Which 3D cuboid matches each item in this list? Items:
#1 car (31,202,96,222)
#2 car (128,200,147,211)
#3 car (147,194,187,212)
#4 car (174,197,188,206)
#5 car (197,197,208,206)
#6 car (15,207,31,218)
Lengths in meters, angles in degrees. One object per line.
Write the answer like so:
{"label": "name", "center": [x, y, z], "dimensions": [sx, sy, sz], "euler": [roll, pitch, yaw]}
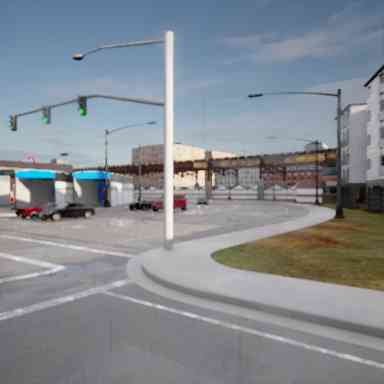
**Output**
{"label": "car", "center": [-9.972, 1.517, 26.746], "dimensions": [1.812, 1.442, 4.674], "euler": [0, 0, 36]}
{"label": "car", "center": [-5.635, 1.588, 39.829], "dimensions": [1.895, 1.301, 4.718], "euler": [0, 0, 24]}
{"label": "car", "center": [-2.497, 1.211, 38.292], "dimensions": [2.150, 2.045, 5.566], "euler": [0, 0, 25]}
{"label": "car", "center": [-1.736, 1.536, 55.622], "dimensions": [2.033, 1.411, 5.357], "euler": [0, 0, 1]}
{"label": "car", "center": [1.751, 1.536, 55.366], "dimensions": [2.033, 1.411, 5.357], "euler": [0, 0, 2]}
{"label": "car", "center": [-12.677, 1.591, 28.927], "dimensions": [1.895, 1.301, 4.718], "euler": [0, 0, 37]}
